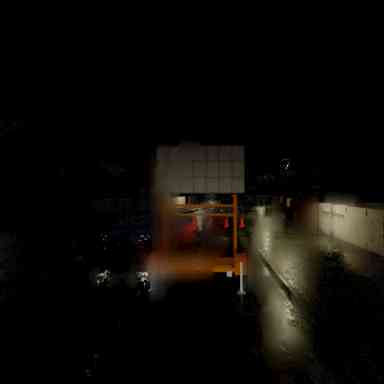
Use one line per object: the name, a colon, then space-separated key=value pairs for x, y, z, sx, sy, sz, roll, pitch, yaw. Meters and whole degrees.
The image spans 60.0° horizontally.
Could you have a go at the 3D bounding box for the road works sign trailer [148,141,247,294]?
road works sign trailer: x=0.228 y=0.470 z=8.849 sx=2.380 sy=3.560 sz=2.880 roll=0 pitch=0 yaw=5

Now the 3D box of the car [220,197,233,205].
car: x=5.716 y=1.660 z=54.668 sx=2.033 sy=1.411 sz=5.357 roll=0 pitch=0 yaw=11

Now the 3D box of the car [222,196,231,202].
car: x=9.057 y=1.829 z=86.977 sx=1.895 sy=1.301 sz=4.718 roll=0 pitch=0 yaw=0

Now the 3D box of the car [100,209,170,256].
car: x=-2.109 y=1.492 z=13.457 sx=1.882 sy=1.535 sz=5.008 roll=0 pitch=0 yaw=5
